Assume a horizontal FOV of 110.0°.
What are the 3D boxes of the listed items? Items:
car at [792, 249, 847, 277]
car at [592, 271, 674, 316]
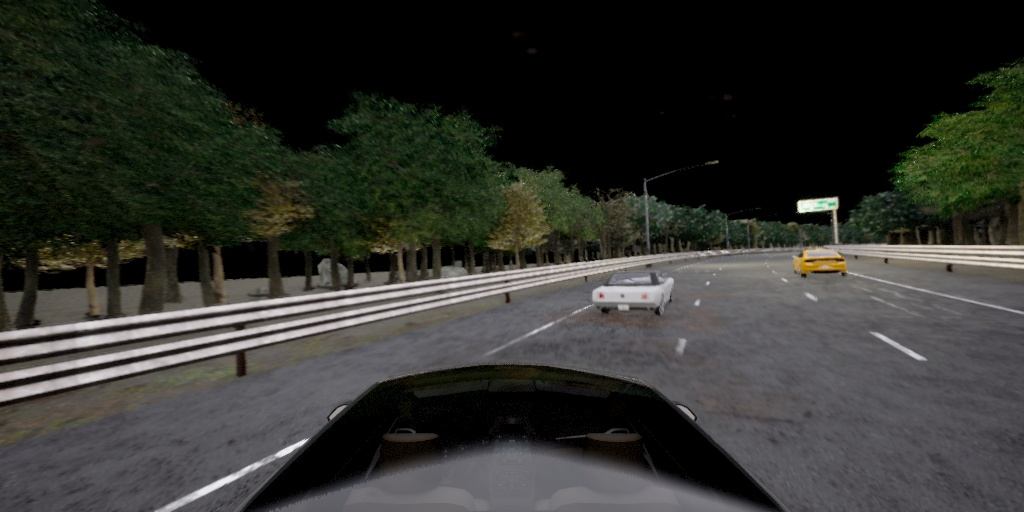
[{"bbox_3d":[17.615,0.351,20.737,1.882,1.535,5.008,-3,0,32],"label":"car"},{"bbox_3d":[4.336,1.144,12.303,1.895,1.301,4.718,-3,0,30],"label":"car"}]
